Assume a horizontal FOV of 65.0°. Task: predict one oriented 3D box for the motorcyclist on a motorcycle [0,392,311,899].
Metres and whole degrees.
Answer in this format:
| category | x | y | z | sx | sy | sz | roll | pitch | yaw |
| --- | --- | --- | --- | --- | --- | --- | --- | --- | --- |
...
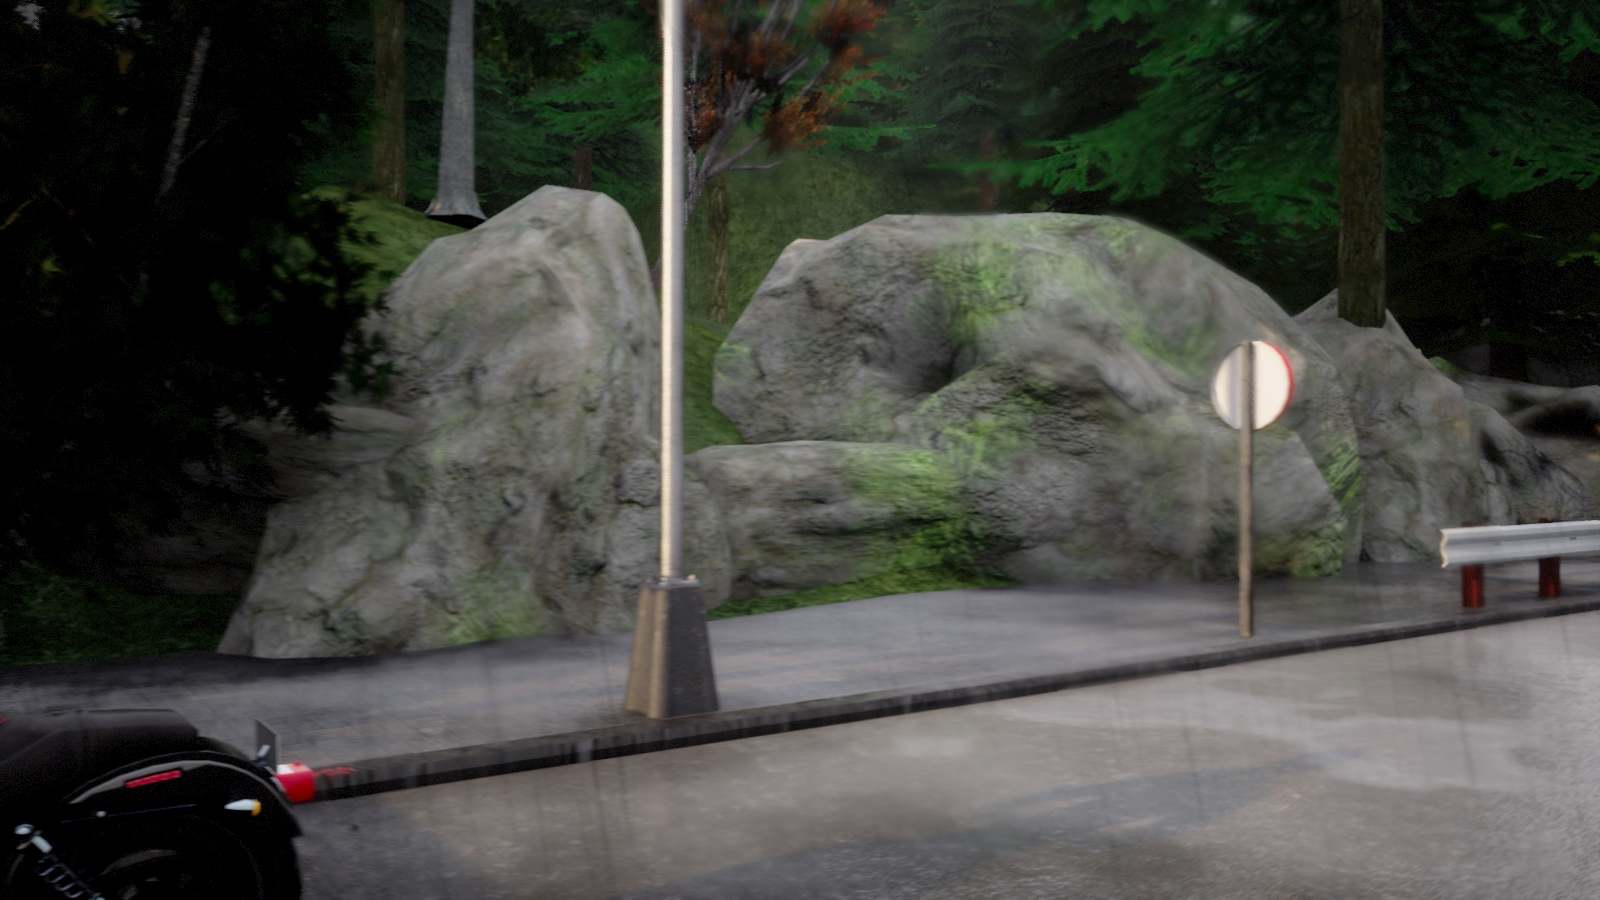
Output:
| category | x | y | z | sx | sy | sz | roll | pitch | yaw |
| --- | --- | --- | --- | --- | --- | --- | --- | --- | --- |
| motorcyclist on a motorcycle | -2.348 | 0.707 | 2.632 | 2.350 | 1.649 | 0.766 | 0 | 0 | -35 |
